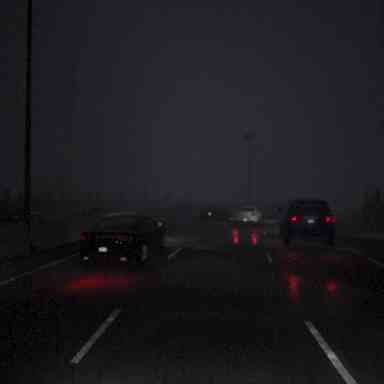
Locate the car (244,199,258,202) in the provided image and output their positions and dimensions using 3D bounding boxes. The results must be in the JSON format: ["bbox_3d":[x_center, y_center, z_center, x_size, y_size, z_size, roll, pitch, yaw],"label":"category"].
[{"bbox_3d":[11.683,2.249,66.691,1.882,1.535,5.008,0,-1,40],"label":"car"}]

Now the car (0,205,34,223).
[{"bbox_3d":[-14.243,1.701,24.708,2.033,1.411,5.357,0,-1,14],"label":"car"}]

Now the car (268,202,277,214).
[{"bbox_3d":[10.797,1.944,40.622,2.033,1.411,5.357,0,-1,28],"label":"car"}]

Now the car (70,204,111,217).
[{"bbox_3d":[-9.025,1.790,30.010,1.994,1.385,4.181,0,-1,18],"label":"car"}]

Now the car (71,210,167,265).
[{"bbox_3d":[-2.267,1.560,12.228,1.882,1.535,5.008,0,0,8],"label":"car"}]

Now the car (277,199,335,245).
[{"bbox_3d":[5.605,1.366,16.682,2.150,2.045,5.566,0,-1,12],"label":"car"}]

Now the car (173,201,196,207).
[{"bbox_3d":[-0.673,1.870,41.595,2.128,1.511,4.902,0,-1,26],"label":"car"}]

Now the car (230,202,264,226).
[{"bbox_3d":[4.448,1.750,25.673,1.812,1.442,4.674,0,0,17],"label":"car"}]

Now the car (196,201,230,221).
[{"bbox_3d":[2.159,1.822,29.779,1.994,1.385,4.181,0,-1,19],"label":"car"}]
